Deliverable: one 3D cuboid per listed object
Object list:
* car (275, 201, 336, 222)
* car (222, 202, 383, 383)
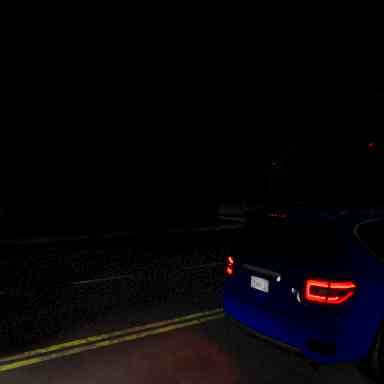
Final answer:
[{"bbox_3d":[9.067,1.526,27.029,1.812,1.442,4.674,0,0,-28],"label":"car"},{"bbox_3d":[3.083,1.221,5.546,5.566,2.045,2.150,0,0,-33],"label":"car"}]
